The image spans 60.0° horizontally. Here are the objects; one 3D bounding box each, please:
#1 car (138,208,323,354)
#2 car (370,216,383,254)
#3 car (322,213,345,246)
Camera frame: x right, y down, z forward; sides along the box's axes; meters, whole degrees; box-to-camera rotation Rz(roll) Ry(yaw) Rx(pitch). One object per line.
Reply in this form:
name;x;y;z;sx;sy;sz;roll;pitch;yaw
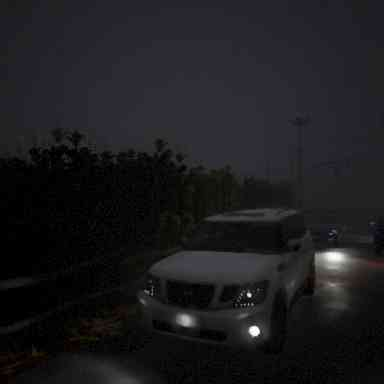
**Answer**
car;1.197;1.433;7.031;2.150;2.045;5.566;-2;-1;28
car;8.946;1.747;14.454;1.882;1.535;5.008;-2;-2;28
car;7.057;1.909;17.919;1.882;1.535;5.008;-2;-2;28
